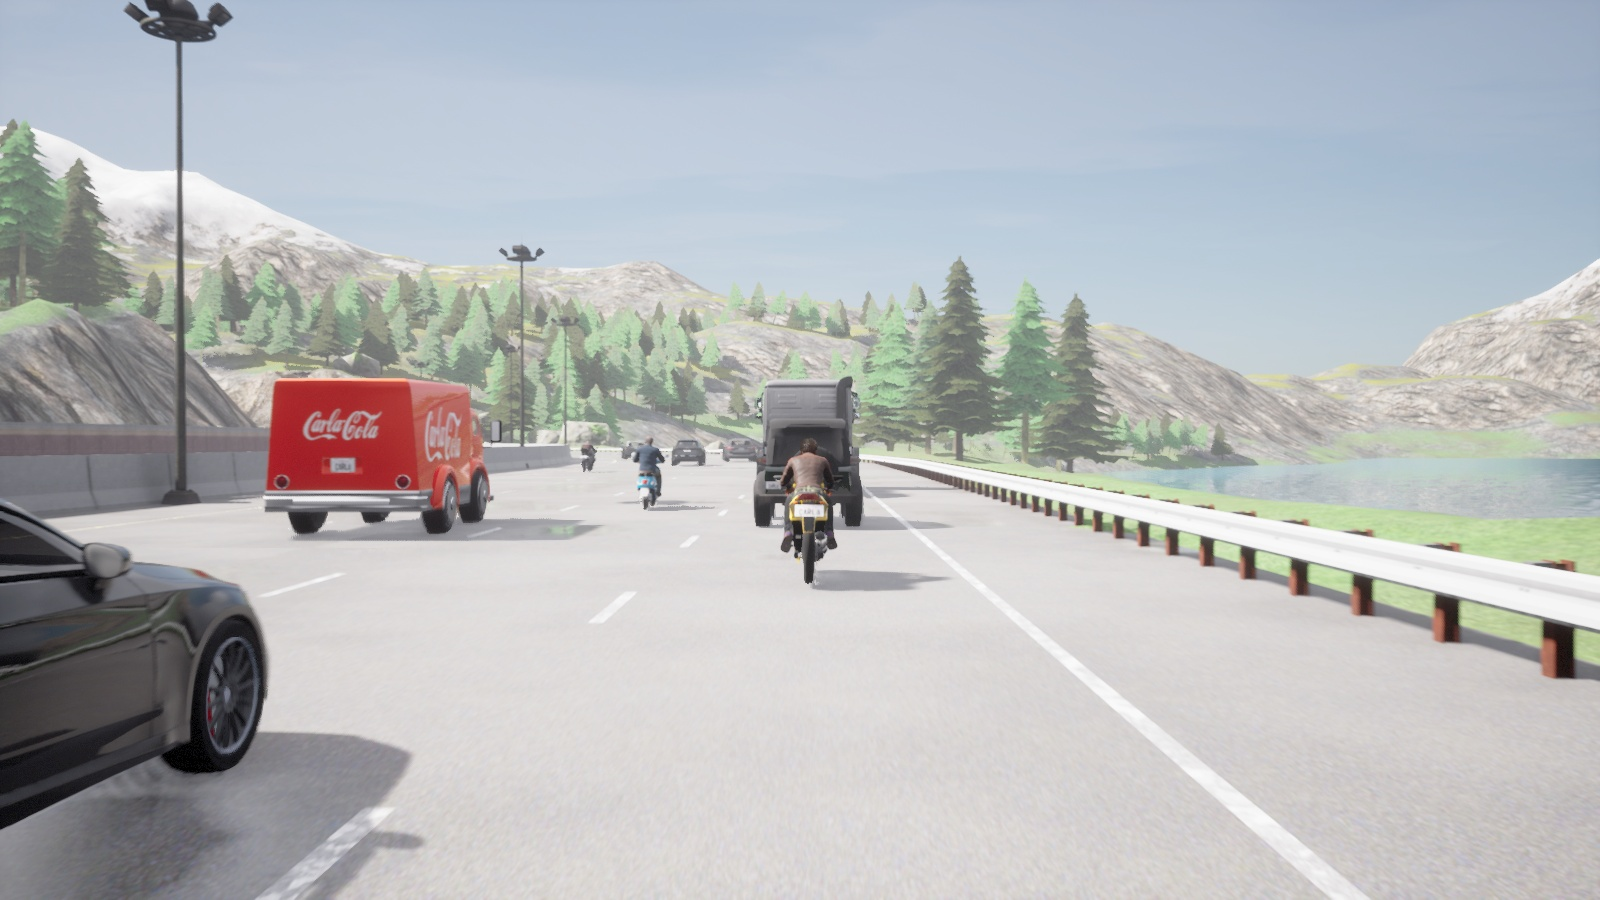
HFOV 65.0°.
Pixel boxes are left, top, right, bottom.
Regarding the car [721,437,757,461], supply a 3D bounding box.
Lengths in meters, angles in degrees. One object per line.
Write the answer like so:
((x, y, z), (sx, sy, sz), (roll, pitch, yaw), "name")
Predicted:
((-4.408, -0.091, 89.956), (2.242, 1.667, 4.611), (0, 0, -7), "car")

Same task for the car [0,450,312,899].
((-3.461, 0.737, 4.202), (1.812, 1.442, 4.674), (0, 0, 0), "car")

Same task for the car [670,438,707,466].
((-6.768, 0.095, 76.488), (2.033, 1.649, 4.856), (0, 0, -2), "car")

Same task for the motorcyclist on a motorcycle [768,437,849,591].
((0.091, 0.627, 13.445), (0.797, 1.523, 2.044), (0, 0, 0), "motorcyclist on a motorcycle")

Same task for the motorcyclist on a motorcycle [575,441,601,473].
((-10.146, 0.320, 60.188), (0.866, 1.530, 2.191), (0, 0, 0), "motorcyclist on a motorcycle")

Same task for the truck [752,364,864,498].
((0.220, -0.510, 36.427), (2.891, 3.462, 7.936), (0, 0, 0), "truck")

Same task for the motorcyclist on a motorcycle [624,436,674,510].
((-3.328, 0.487, 27.839), (0.866, 1.590, 1.817), (0, 0, 0), "motorcyclist on a motorcycle")

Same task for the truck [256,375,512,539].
((-6.864, 0.092, 21.514), (2.627, 2.467, 5.204), (0, 0, 0), "truck")

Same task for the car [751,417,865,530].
((0.144, 0.371, 22.820), (1.905, 1.878, 3.866), (0, 1, 0), "car")
